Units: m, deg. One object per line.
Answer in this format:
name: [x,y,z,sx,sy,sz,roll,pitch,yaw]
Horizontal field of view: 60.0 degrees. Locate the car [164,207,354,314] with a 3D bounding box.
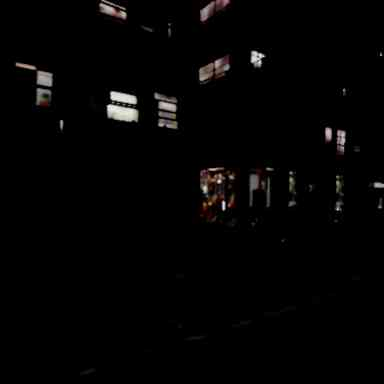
car: [1.818,1.328,7.839,5.009,1.841,2.192,0,1,-36]
